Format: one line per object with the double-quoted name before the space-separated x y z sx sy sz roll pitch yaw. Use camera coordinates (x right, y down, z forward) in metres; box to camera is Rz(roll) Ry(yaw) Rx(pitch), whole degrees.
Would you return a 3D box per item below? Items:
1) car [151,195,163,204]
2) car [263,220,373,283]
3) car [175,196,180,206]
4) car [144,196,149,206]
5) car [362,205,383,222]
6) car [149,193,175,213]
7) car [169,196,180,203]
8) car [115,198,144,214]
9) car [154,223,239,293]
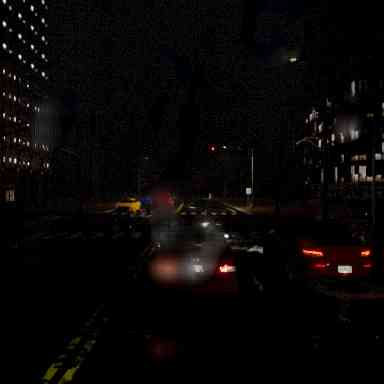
"car" -6.692 1.397 63.949 1.882 1.535 5.008 0 0 0
"car" 3.334 1.522 9.559 1.812 1.442 4.674 0 0 0
"car" -3.422 1.438 51.334 2.128 1.511 4.902 0 0 0
"car" -6.672 1.425 50.886 1.882 1.535 5.008 0 0 0
"car" 16.075 1.617 26.858 4.181 1.385 1.994 0 0 1
"car" -3.280 1.193 37.663 2.150 2.045 5.566 0 0 -2
"car" -3.438 1.462 65.992 2.033 1.411 5.357 0 0 0
"car" -6.893 1.452 36.012 1.882 1.535 5.008 0 0 3
"car" 0.085 1.544 8.974 2.033 1.411 5.357 0 0 0
